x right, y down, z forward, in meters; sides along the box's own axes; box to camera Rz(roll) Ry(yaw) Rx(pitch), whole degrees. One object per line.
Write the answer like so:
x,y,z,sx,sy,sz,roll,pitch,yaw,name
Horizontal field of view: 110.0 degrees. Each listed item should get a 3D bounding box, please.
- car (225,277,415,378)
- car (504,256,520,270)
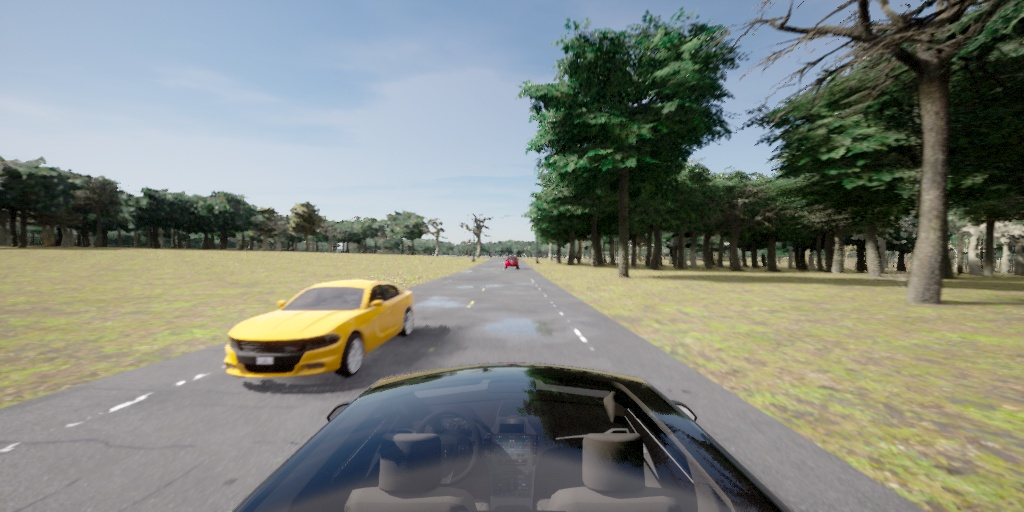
-3.558,1.262,7.684,1.882,1.535,5.008,0,-1,0,car
-0.033,0.988,54.993,2.150,2.045,5.566,0,1,0,car
